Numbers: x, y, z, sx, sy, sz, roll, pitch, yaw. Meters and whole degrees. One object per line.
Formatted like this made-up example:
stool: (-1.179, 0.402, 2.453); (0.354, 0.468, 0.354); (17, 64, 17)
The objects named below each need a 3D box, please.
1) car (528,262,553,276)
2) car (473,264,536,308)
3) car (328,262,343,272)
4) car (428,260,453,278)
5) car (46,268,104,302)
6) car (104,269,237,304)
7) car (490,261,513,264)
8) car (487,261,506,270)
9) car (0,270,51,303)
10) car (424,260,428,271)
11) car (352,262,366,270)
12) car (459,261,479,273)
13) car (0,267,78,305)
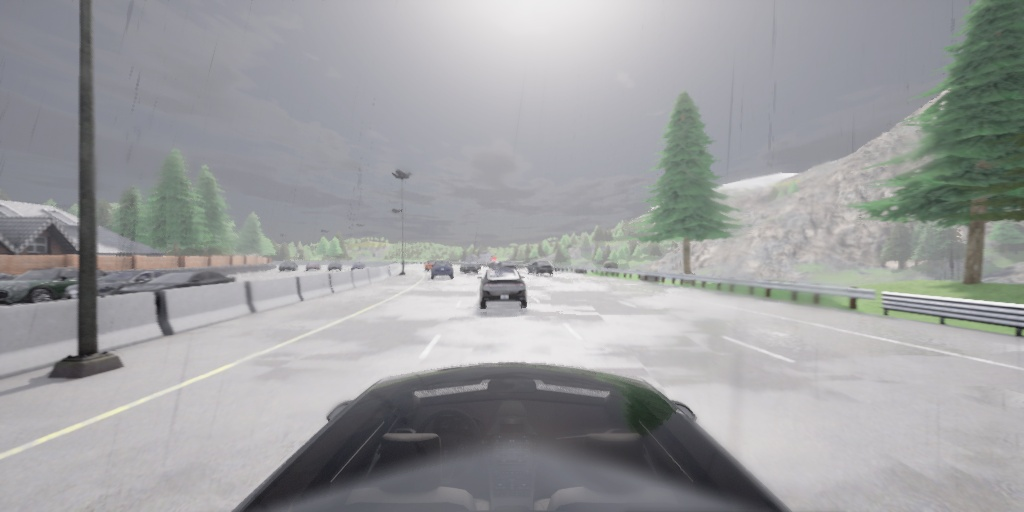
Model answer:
car: (3.042, 1.347, 39.583); (1.837, 1.490, 4.892); (0, 0, -13)
car: (-0.465, 1.289, 15.555); (2.128, 1.511, 4.902); (0, 0, -4)
car: (-27.905, 1.661, 56.785); (1.837, 1.490, 4.892); (0, 0, -20)
car: (-7.091, 1.270, 36.239); (2.097, 1.767, 4.553); (-1, 0, -12)
car: (-18.487, 1.449, 17.458); (2.128, 1.511, 4.902); (0, 0, -6)
car: (-14.856, 1.401, 16.320); (1.882, 1.535, 5.008); (0, 0, -6)
car: (-0.859, 1.384, 40.755); (1.837, 1.490, 4.892); (0, 0, -14)
car: (-2.591, 1.515, 59.202); (1.994, 1.385, 4.181); (0, 0, -20)
car: (-25.424, 1.506, 16.594); (2.128, 1.511, 4.902); (0, 0, -6)
car: (-12.485, 1.376, 55.691); (2.097, 1.767, 4.553); (-1, 0, -19)
car: (-23.923, 1.675, 56.200); (2.033, 1.411, 5.357); (0, 0, -20)
car: (-5.552, 1.535, 45.687); (1.895, 1.301, 4.718); (0, 0, -15)
car: (-21.967, 1.339, 17.119); (2.097, 1.767, 4.553); (-1, 0, -6)
